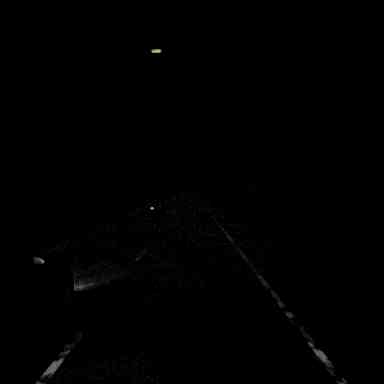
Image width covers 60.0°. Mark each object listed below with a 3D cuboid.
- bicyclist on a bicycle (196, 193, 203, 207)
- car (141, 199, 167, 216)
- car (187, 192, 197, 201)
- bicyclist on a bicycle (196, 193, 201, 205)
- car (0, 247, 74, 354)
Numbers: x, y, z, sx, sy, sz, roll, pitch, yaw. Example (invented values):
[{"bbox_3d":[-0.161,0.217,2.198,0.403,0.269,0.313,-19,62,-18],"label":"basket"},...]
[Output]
[{"bbox_3d":[0.939,1.150,42.532,0.866,1.612,1.509,0,0,0],"label":"bicyclist on a bicycle"},{"bbox_3d":[-3.400,1.359,30.391,1.994,1.385,4.181,0,0,0],"label":"car"},{"bbox_3d":[0.000,1.124,65.632,1.994,1.385,4.181,0,0,0],"label":"car"},{"bbox_3d":[0.963,1.025,51.475,0.659,1.776,1.843,0,1,0],"label":"bicyclist on a bicycle"},{"bbox_3d":[-3.402,1.529,5.132,1.994,1.385,4.181,0,0,0],"label":"car"}]
